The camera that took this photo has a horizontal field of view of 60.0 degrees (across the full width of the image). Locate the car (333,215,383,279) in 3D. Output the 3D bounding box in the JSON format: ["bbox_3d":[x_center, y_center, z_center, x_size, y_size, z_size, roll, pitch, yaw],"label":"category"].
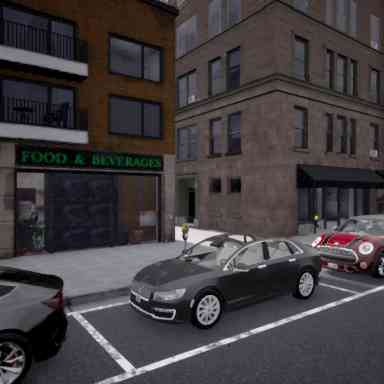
[{"bbox_3d":[5.375,1.442,10.016,4.097,1.590,1.967,0,0,-35],"label":"car"}]

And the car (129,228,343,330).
[{"bbox_3d":[0.880,1.551,6.815,4.403,1.369,2.008,0,0,-35],"label":"car"}]

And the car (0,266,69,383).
[{"bbox_3d":[-3.615,1.566,3.614,4.313,1.339,1.947,0,0,-35],"label":"car"}]
